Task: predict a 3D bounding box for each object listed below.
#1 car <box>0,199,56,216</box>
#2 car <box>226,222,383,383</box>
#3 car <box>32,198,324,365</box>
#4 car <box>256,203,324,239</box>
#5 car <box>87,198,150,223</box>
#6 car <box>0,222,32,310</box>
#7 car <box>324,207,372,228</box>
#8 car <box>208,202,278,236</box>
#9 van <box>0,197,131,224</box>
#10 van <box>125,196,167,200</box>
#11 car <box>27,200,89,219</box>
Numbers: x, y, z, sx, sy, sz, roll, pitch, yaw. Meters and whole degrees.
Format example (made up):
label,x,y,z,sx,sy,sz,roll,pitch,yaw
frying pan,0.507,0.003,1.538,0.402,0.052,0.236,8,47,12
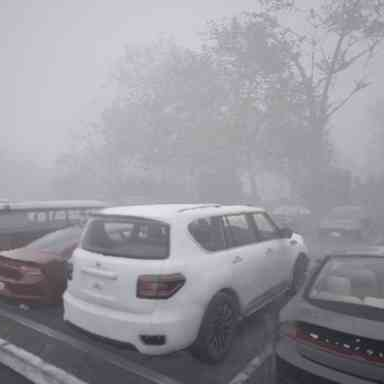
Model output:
label,x,y,z,sx,sy,sz,roll,pitch,yaw
car,-17.083,1.591,34.691,2.097,1.535,5.008,-1,0,36
car,2.679,1.468,4.549,2.231,1.521,4.892,0,0,35
car,0.410,1.221,6.203,2.435,2.045,5.566,0,0,35
car,5.592,1.478,18.526,2.097,1.535,5.008,0,0,35
car,-5.765,1.381,26.581,2.185,1.767,4.553,0,0,35
car,-1.894,1.477,7.800,2.097,1.535,5.008,0,0,35
car,7.848,1.502,16.892,2.163,1.488,4.792,0,0,35
car,3.217,1.480,19.994,1.946,1.575,5.366,0,0,35
van,-4.108,1.257,9.525,1.878,1.987,4.442,0,0,35
van,-3.416,1.273,25.087,1.878,1.987,4.442,0,0,35
car,-12.545,1.547,31.464,2.097,1.535,5.008,-1,0,36
